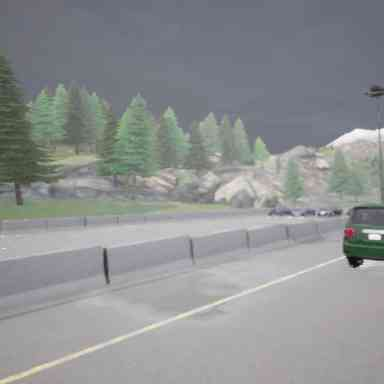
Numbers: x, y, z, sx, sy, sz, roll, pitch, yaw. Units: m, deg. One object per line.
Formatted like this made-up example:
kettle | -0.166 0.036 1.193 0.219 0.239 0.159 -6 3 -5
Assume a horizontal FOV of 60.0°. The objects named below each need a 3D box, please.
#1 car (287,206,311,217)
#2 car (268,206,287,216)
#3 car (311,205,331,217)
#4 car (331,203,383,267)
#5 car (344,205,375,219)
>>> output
car | 15.136 2.590 44.826 1.812 1.442 4.674 -3 -2 44
car | 12.606 2.733 47.241 1.994 1.385 4.181 -3 -3 44
car | 17.640 2.445 42.385 2.128 1.511 4.902 -3 -2 44
car | 7.027 1.380 11.300 2.150 2.045 5.566 -3 -2 44
car | 20.149 2.371 39.945 1.837 1.490 4.892 -3 -3 44
